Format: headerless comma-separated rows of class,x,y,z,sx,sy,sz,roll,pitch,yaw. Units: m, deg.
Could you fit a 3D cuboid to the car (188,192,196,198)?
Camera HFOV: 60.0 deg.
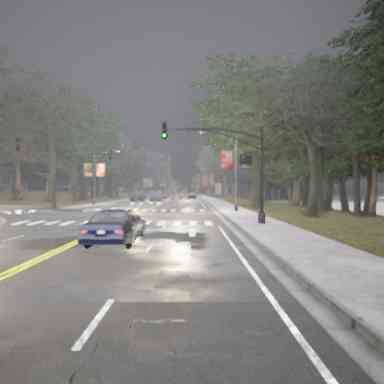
car,-0.014,0.807,83.652,2.033,1.411,5.357,0,0,0

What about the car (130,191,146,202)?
car,-9.792,0.766,60.298,2.150,2.045,5.566,0,0,1

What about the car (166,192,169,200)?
car,-6.513,0.808,75.835,2.097,1.767,4.553,0,0,0

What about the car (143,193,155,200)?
car,-9.763,0.979,75.805,2.128,1.511,4.902,0,0,0

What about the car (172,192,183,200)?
car,-3.263,0.823,73.614,2.097,1.767,4.553,0,0,0

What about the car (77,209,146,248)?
car,-3.153,1.418,14.020,2.033,1.411,5.357,0,0,0

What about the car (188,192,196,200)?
car,-0.013,0.946,73.229,1.882,1.535,5.008,0,0,0

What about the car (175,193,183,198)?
car,-3.264,0.862,83.682,1.895,1.301,4.718,0,0,0

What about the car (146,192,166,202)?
car,-6.536,1.092,60.327,2.033,1.411,5.357,0,0,1
